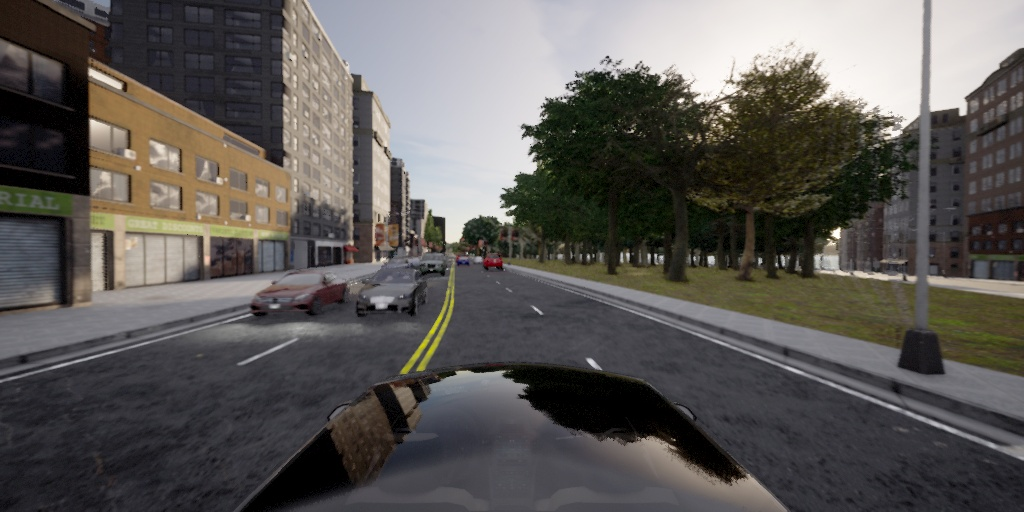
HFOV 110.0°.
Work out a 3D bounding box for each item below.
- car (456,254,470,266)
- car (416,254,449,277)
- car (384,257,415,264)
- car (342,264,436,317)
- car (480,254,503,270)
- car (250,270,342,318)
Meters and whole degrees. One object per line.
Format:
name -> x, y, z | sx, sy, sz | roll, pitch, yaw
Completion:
car -> -7.951, 0.885, 58.706 | 1.882, 1.535, 5.008 | 0, 0, -9
car -> -7.214, 0.810, 33.055 | 2.150, 2.045, 5.566 | 0, 0, -9
car -> -10.442, 0.937, 32.646 | 2.097, 1.767, 4.553 | 0, 0, -9
car -> -4.191, 1.216, 13.122 | 2.128, 1.511, 4.902 | 0, 0, -7
car -> -2.474, 0.724, 45.683 | 2.150, 2.045, 5.566 | 0, 0, -9
car -> -7.479, 1.248, 13.169 | 1.812, 1.442, 4.674 | 0, 0, -7
